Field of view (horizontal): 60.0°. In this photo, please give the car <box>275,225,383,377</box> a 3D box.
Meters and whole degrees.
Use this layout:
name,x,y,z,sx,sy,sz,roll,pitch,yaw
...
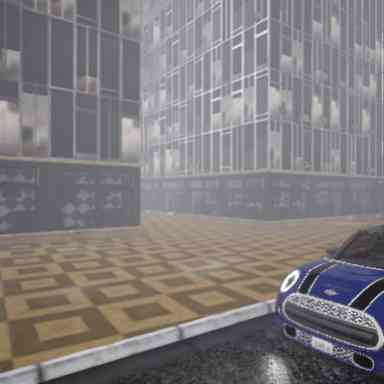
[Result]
name,x,y,z,sx,sy,sz,roll,pitch,yaw
car,3.496,1.378,5.564,4.553,1.767,2.097,0,0,-35
